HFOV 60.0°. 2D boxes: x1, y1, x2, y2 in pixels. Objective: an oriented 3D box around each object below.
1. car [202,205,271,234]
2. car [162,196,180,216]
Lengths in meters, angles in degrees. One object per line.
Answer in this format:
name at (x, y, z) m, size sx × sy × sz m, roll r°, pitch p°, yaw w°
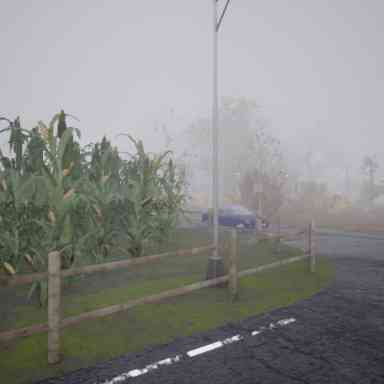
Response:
car at (2.609, 1.586, 20.536) m, size 1.882 × 1.535 × 5.008 m, roll 0°, pitch 0°, yaw -34°
car at (-3.433, 1.428, 34.568) m, size 2.150 × 2.045 × 5.566 m, roll 0°, pitch 0°, yaw -34°
